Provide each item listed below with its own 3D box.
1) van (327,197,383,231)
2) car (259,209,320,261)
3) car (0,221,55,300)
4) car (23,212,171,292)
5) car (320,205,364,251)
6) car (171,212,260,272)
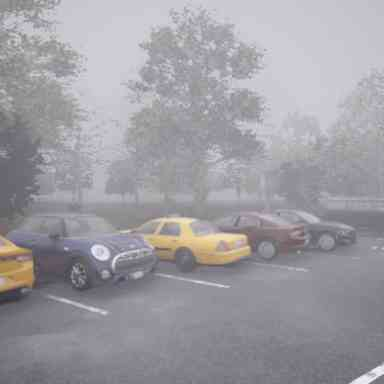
[{"bbox_3d":[9.051,1.266,17.518,4.442,1.987,1.878,-1,-1,36],"label":"van"},{"bbox_3d":[1.800,1.487,12.408,5.008,1.535,2.097,-1,-1,35],"label":"car"},{"bbox_3d":[-5.495,1.484,7.288,5.008,1.535,2.097,-1,-1,34],"label":"car"},{"bbox_3d":[-3.094,1.361,9.032,4.553,1.767,2.185,-1,-1,35],"label":"car"},{"bbox_3d":[4.242,1.488,14.113,5.008,1.535,2.097,-1,-1,35],"label":"car"},{"bbox_3d":[-0.794,1.486,10.822,5.366,1.575,1.946,-1,-1,35],"label":"car"}]
